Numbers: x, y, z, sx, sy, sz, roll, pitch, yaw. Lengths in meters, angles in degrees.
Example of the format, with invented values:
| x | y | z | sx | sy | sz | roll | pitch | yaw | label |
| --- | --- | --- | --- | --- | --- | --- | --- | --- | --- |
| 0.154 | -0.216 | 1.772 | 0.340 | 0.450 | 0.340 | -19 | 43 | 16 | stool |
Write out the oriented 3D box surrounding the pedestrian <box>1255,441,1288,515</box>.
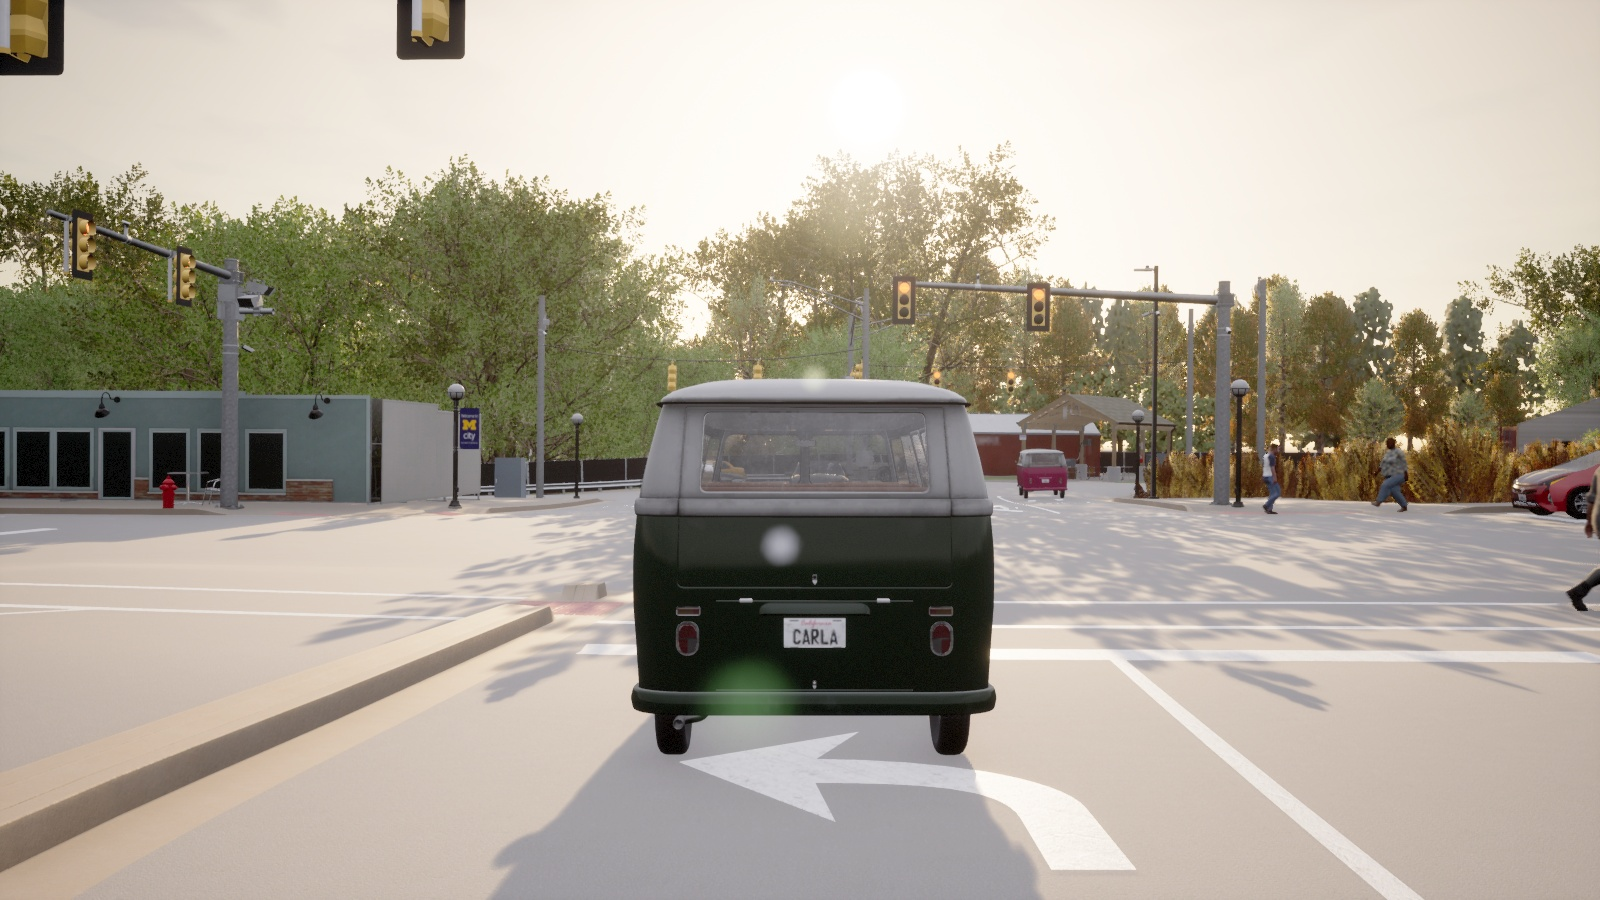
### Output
| x | y | z | sx | sy | sz | roll | pitch | yaw | label |
| --- | --- | --- | --- | --- | --- | --- | --- | --- | --- |
| 11.897 | 0.696 | 31.696 | 0.706 | 1.836 | 0.354 | 1 | 0 | 7 | pedestrian |

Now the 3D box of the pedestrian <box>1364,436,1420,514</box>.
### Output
| x | y | z | sx | sy | sz | roll | pitch | yaw | label |
| --- | --- | --- | --- | --- | --- | --- | --- | --- | --- |
| 14.200 | 0.591 | 30.143 | 0.900 | 1.855 | 0.874 | 1 | 0 | -2 | pedestrian |

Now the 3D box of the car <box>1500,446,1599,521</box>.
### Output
| x | y | z | sx | sy | sz | roll | pitch | yaw | label |
| --- | --- | --- | --- | --- | --- | --- | --- | --- | --- |
| 17.983 | 0.673 | 27.175 | 4.514 | 1.525 | 2.007 | -1 | 0 | 4 | car |

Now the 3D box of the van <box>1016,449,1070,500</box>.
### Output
| x | y | z | sx | sy | sz | roll | pitch | yaw | label |
| --- | --- | --- | --- | --- | --- | --- | --- | --- | --- |
| 10.010 | 0.969 | 52.072 | 1.775 | 1.987 | 4.442 | -1 | 0 | 6 | van |

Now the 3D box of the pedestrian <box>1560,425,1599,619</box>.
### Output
| x | y | z | sx | sy | sz | roll | pitch | yaw | label |
| --- | --- | --- | --- | --- | --- | --- | --- | --- | --- |
| 8.427 | 0.732 | 12.897 | 0.873 | 1.952 | 0.659 | 1 | 0 | 13 | pedestrian |

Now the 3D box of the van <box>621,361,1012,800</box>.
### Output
| x | y | z | sx | sy | sz | roll | pitch | yaw | label |
| --- | --- | --- | --- | --- | --- | --- | --- | --- | --- |
| 0.062 | 0.631 | 7.930 | 1.775 | 1.987 | 4.442 | 0 | -1 | 0 | van |
